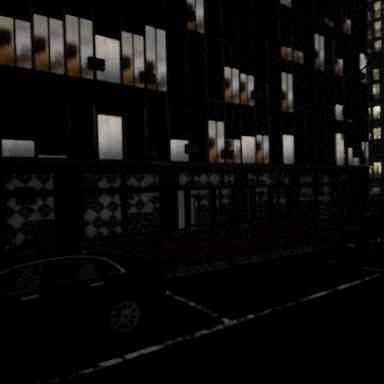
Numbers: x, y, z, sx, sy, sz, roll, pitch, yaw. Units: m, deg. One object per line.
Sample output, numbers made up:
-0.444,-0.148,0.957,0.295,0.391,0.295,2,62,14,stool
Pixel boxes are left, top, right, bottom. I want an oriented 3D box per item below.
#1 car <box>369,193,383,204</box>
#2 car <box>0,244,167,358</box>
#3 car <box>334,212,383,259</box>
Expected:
21.360,0.652,41.298,1.752,1.417,4.829,-2,1,-35,car
-2.486,1.539,4.926,4.403,1.369,2.008,-1,0,-35,car
6.704,1.360,11.482,4.507,1.381,1.887,-1,0,-35,car
